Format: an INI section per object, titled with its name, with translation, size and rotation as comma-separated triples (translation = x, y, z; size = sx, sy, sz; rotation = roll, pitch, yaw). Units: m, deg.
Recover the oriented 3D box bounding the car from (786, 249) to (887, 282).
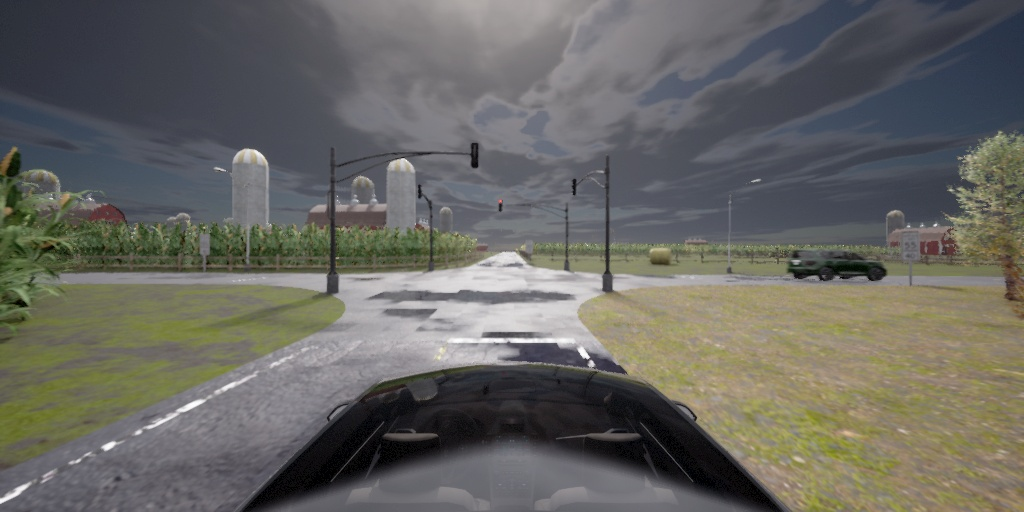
[car]
translation = 21.025, 0.609, 23.372
size = 5.566, 2.045, 2.150
rotation = 0, 0, -4
